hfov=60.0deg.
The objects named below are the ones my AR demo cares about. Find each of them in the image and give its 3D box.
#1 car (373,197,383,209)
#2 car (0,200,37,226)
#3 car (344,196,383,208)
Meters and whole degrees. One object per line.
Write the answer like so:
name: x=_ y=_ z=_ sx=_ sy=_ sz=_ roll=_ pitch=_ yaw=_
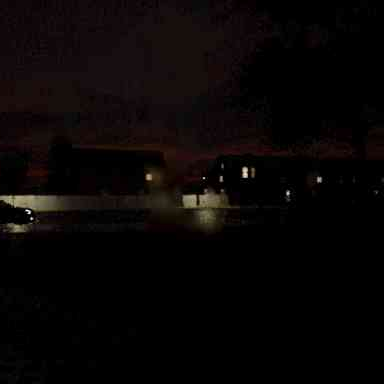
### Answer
car: x=23.714 y=1.346 z=40.365 sx=5.357 sy=1.411 sz=2.033 roll=0 pitch=0 yaw=-19
car: x=-12.394 y=1.251 z=21.151 sx=4.553 sy=1.767 sz=2.097 roll=0 pitch=0 yaw=-19
car: x=22.663 y=1.287 z=43.440 sx=4.902 sy=1.511 sz=2.128 roll=0 pitch=0 yaw=-19
